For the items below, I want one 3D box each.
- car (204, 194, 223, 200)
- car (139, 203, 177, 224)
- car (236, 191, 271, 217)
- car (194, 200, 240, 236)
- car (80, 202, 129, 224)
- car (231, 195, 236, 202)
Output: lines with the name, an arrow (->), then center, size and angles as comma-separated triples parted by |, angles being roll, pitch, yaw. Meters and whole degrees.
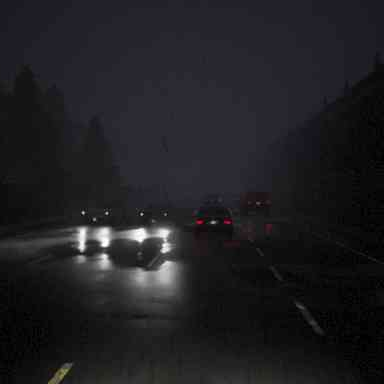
car -> 2.413, 0.962, 37.999 | 2.097, 1.767, 4.553 | 0, 1, 4
car -> -2.185, 1.414, 22.232 | 1.895, 1.301, 4.718 | 0, 1, 4
car -> 5.327, 0.952, 28.554 | 2.150, 2.045, 5.566 | 0, 0, 4
car -> 1.099, 1.371, 17.107 | 2.033, 1.411, 5.357 | 0, 1, 4
car -> -5.700, 1.322, 22.137 | 1.895, 1.301, 4.718 | 0, 1, 4
car -> 6.355, 1.070, 44.947 | 1.837, 1.490, 4.892 | 0, 1, 4
